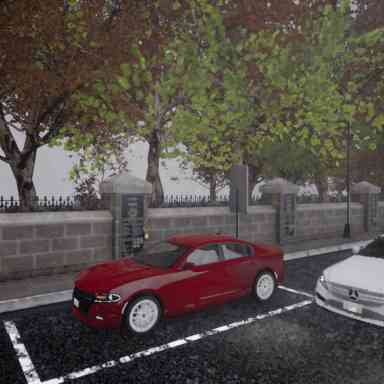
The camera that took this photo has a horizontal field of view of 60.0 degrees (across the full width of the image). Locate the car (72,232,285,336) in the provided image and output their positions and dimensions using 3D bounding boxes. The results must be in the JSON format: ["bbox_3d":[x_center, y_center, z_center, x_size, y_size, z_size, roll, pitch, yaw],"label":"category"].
[{"bbox_3d":[-0.045,1.545,6.688,4.507,1.381,1.887,0,0,-36],"label":"car"}]

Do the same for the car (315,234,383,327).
[{"bbox_3d":[4.384,1.526,6.515,4.674,1.442,1.812,0,0,-36],"label":"car"}]
